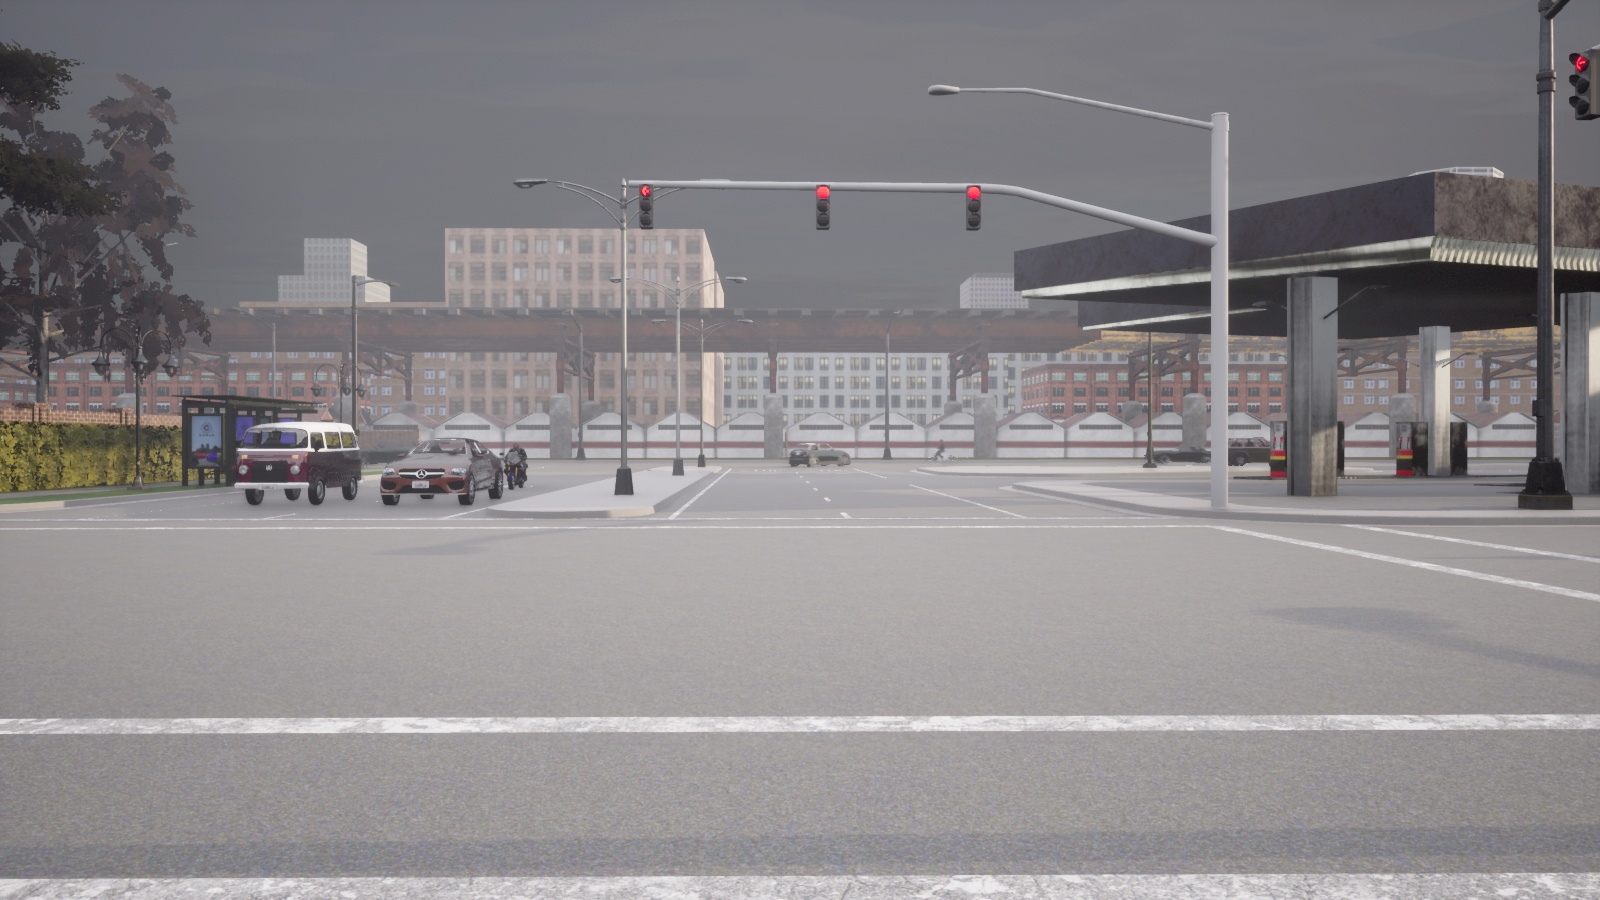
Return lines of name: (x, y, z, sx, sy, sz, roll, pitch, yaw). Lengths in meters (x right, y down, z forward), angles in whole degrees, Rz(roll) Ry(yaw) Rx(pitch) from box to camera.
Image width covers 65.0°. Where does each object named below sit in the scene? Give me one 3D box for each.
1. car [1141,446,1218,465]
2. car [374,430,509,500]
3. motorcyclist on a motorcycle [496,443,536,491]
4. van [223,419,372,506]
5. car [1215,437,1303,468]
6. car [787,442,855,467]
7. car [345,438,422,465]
car: (26.114, 0.380, 86.418, 4.718, 1.301, 1.895, 0, 0, -3)
car: (-9.015, 0.337, 32.078, 2.152, 1.651, 5.027, 0, 0, -2)
motorcyclist on a motorcycle: (-9.259, 0.543, 41.008, 0.866, 1.530, 2.191, 0, 0, -2)
van: (-12.501, 0.282, 31.579, 2.069, 2.038, 4.480, 0, 0, -2)
car: (27.728, 0.157, 75.954, 4.605, 1.855, 1.932, 0, 0, -1)
car: (1.324, 0.275, 77.642, 3.806, 1.475, 1.970, 0, 0, -39)
car: (-28.154, 0.102, 85.002, 4.553, 1.767, 2.097, 0, 0, -2)
